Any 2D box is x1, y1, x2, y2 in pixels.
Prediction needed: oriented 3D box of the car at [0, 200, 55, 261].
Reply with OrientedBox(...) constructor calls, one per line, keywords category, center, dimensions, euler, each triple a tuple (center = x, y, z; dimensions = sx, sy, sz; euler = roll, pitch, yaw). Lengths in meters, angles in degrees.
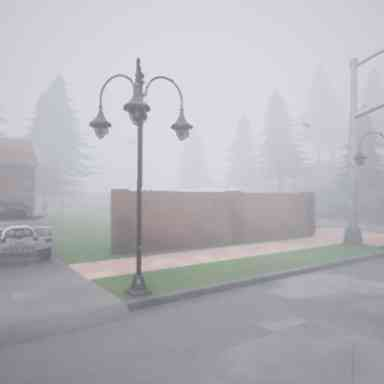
OrientedBox(category="car", center=(-6.064, 1.189, 11.013), dimensions=(1.932, 1.855, 4.605), euler=(1, 0, -36))
